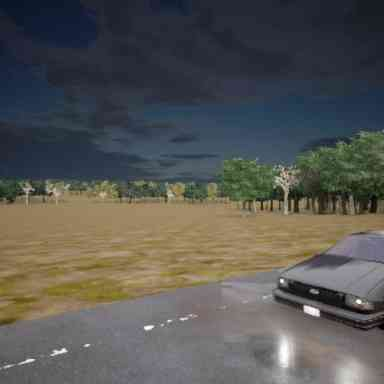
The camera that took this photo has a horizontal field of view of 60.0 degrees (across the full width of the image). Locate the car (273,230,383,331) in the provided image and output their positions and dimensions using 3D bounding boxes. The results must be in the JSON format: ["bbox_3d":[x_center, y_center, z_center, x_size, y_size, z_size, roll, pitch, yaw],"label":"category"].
[{"bbox_3d":[4.096,1.561,7.006,5.357,1.411,2.033,0,0,-36],"label":"car"}]
